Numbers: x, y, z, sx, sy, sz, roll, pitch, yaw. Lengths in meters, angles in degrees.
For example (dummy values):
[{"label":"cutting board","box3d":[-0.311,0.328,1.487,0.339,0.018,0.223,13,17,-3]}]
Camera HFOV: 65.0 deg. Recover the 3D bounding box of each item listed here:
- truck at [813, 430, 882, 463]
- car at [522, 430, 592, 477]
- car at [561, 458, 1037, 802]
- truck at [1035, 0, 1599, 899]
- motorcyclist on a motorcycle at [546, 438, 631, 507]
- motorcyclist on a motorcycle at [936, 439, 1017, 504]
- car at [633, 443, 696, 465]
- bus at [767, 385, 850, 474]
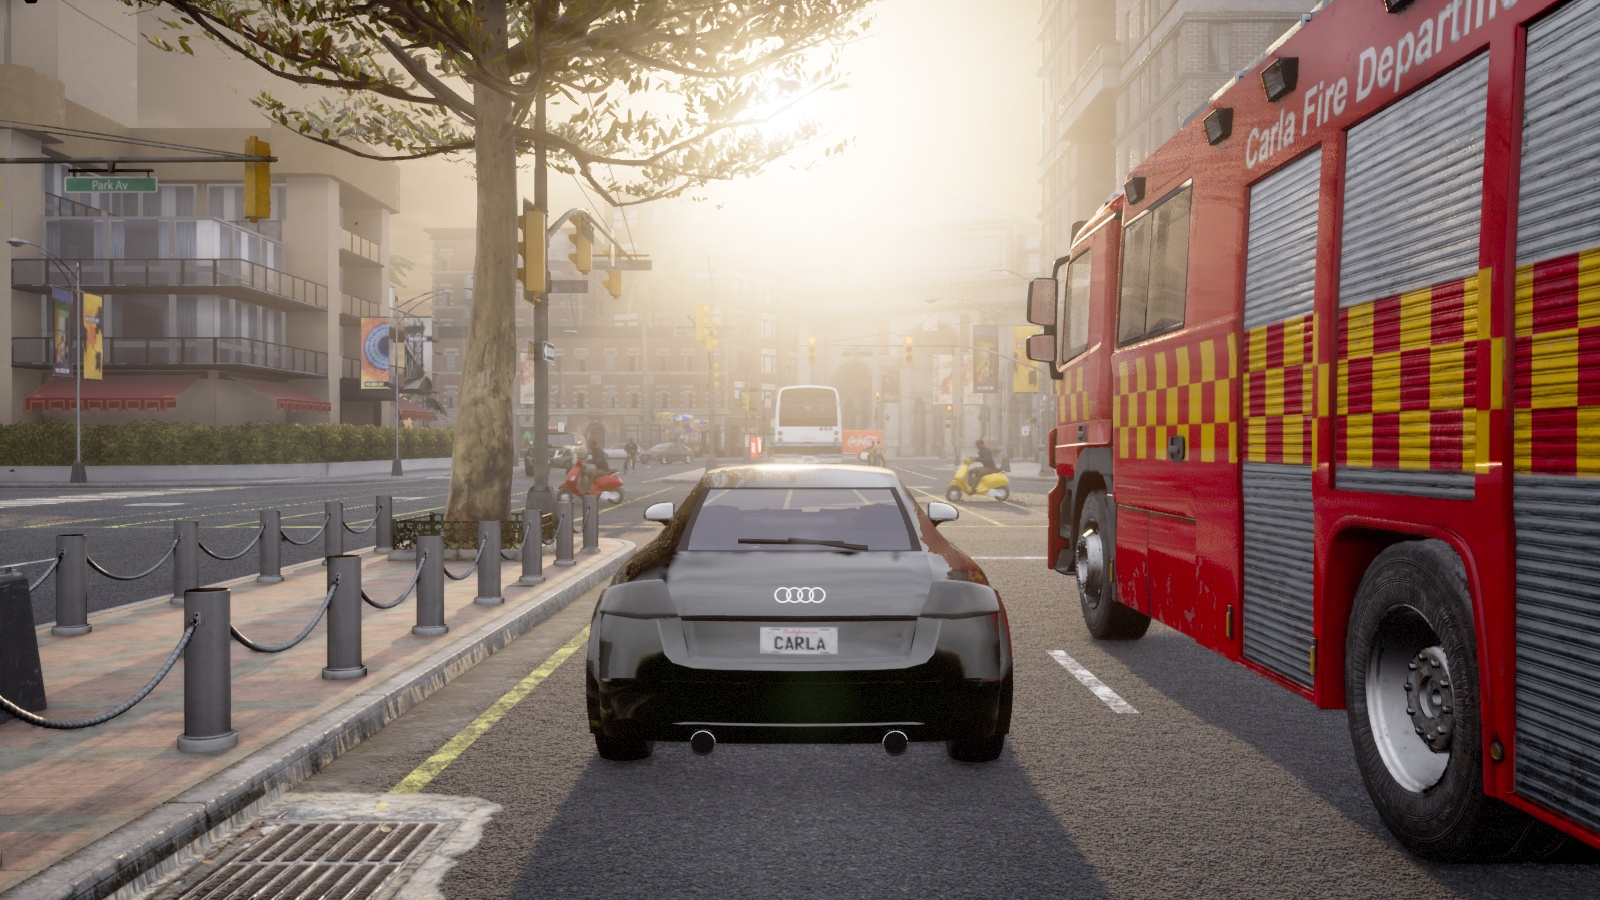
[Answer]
[{"label":"truck","box3d":[3.600,-0.279,95.813,5.204,2.467,2.627,0,0,1]},{"label":"car","box3d":[-11.115,0.130,57.873,2.150,2.045,5.566,0,0,0]},{"label":"car","box3d":[0.005,0.769,7.352,1.994,1.385,4.181,0,0,0]},{"label":"truck","box3d":[3.562,-0.456,7.201,2.891,3.827,8.468,0,0,0]},{"label":"motorcyclist on a motorcycle","box3d":[-5.044,0.527,29.978,1.817,1.590,0.866,0,1,-35]},{"label":"motorcyclist on a motorcycle","box3d":[4.442,0.525,31.619,1.817,1.590,0.866,0,1,-17]},{"label":"car","box3d":[-9.349,0.251,87.292,1.837,1.490,4.892,0,0,29]},{"label":"bus","box3d":[0.433,-0.997,65.120,3.944,4.253,10.273,0,0,0]}]
